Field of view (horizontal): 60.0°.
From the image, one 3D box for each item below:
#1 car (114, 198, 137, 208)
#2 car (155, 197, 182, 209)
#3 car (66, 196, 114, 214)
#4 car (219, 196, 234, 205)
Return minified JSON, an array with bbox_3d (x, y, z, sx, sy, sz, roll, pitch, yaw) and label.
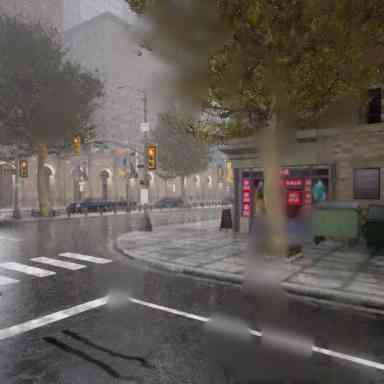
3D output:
[{"bbox_3d":[-10.215,1.595,47.935,1.895,1.301,4.718,0,0,36],"label":"car"},{"bbox_3d":[-3.205,1.505,46.279,1.837,1.490,4.892,0,0,36],"label":"car"},{"bbox_3d":[-11.017,1.352,35.464,2.097,1.767,4.553,0,0,36],"label":"car"},{"bbox_3d":[6.700,1.506,59.891,1.837,1.490,4.892,0,0,36],"label":"car"}]
